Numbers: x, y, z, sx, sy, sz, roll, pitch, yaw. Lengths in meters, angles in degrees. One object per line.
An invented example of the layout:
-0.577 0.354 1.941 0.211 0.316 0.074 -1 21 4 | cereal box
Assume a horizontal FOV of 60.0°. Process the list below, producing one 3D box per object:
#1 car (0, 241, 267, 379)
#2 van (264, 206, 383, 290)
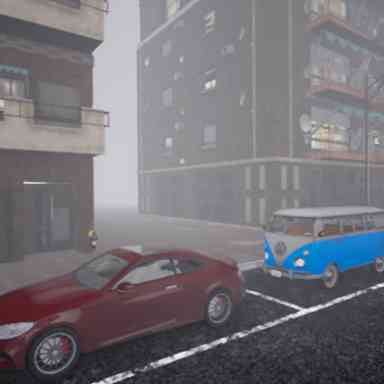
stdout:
-0.956 1.567 5.419 4.206 1.307 1.802 0 0 -36 | car
3.595 1.287 8.669 3.998 1.788 1.690 0 0 -36 | van
